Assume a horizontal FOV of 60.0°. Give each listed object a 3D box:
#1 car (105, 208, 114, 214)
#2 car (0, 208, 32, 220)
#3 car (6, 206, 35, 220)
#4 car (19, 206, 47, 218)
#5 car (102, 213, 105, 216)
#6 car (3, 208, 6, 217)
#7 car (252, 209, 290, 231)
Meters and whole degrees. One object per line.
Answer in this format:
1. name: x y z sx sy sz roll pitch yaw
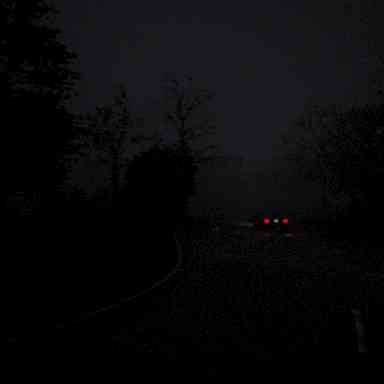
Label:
1. car: -8.367 2.067 40.253 2.435 2.045 5.566 -1 -1 -2
2. car: -24.378 2.975 44.723 4.892 1.490 1.837 -2 -1 -2
3. car: -19.519 2.634 39.615 1.946 1.575 5.366 -2 -1 -2
4. car: -24.760 3.027 52.074 1.946 1.575 5.366 -2 -1 -2
5. car: -11.026 2.386 40.120 2.231 1.521 4.892 -1 -1 -2
6. car: -22.176 2.729 39.522 1.946 1.575 5.366 -2 -1 -2
7. car: 5.349 1.858 22.974 2.033 1.411 5.357 -1 -1 4
